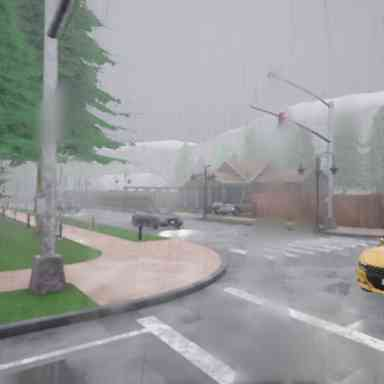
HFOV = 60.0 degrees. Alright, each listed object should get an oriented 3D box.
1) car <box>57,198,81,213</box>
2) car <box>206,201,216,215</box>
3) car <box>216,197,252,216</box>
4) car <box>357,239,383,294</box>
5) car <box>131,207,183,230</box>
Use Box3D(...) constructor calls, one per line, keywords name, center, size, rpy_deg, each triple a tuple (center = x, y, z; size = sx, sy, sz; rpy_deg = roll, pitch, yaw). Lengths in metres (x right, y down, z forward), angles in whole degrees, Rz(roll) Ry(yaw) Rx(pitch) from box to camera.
Box3D(name="car", center=(-14.556, 1.473, 38.483), size=(2.097, 1.767, 4.553), rpy_deg=(1, -1, -37))
Box3D(name="car", center=(3.235, 1.461, 35.696), size=(3.866, 1.878, 1.905), rpy_deg=(1, -1, -37))
Box3D(name="car", center=(5.054, 1.465, 33.917), size=(4.605, 1.855, 1.932), rpy_deg=(1, -1, -37))
Box3D(name="car", center=(6.000, 1.597, 8.152), size=(5.008, 1.535, 1.882), rpy_deg=(1, 0, -36))
Box3D(name="car", center=(-2.376, 1.689, 22.228), size=(1.994, 1.385, 4.181), rpy_deg=(1, 0, -37))
